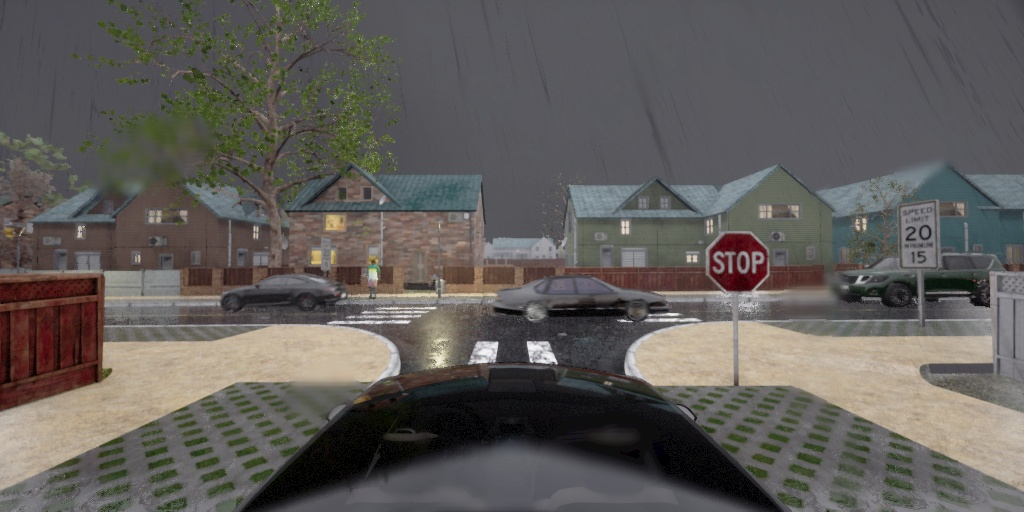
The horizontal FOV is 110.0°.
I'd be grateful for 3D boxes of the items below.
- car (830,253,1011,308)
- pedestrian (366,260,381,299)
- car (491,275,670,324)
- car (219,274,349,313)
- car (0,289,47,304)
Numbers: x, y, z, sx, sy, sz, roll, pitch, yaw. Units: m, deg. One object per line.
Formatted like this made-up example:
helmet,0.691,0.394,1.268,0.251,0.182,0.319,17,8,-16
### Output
car,16.063,0.918,14.268,5.566,2.045,2.150,0,-1,1
pedestrian,-6.764,1.113,17.402,0.375,1.860,0.375,0,-1,1
car,2.034,1.305,11.435,5.357,1.411,2.033,-1,-1,1
car,-9.093,1.447,14.506,4.674,1.442,1.812,-1,-1,1
car,-17.213,1.458,11.635,4.674,1.442,1.812,-1,-1,1
